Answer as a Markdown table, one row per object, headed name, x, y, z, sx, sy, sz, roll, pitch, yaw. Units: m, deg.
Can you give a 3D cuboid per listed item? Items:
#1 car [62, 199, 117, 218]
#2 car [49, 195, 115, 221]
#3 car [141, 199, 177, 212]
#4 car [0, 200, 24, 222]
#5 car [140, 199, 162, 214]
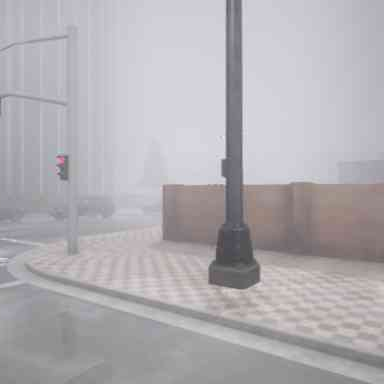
| name | x | y | z | sx | sy | sz | roll | pitch | yaw |
| --- | --- | --- | --- | --- | --- | --- | --- | --- | --- |
| car | -9.890 | 1.530 | 32.356 | 1.882 | 1.535 | 5.008 | 0 | 0 | 35 |
| car | -8.925 | 1.267 | 27.637 | 2.150 | 2.045 | 5.566 | 0 | 0 | 35 |
| car | -3.972 | 1.578 | 40.772 | 1.812 | 1.442 | 4.674 | 0 | 0 | 35 |
| car | -15.183 | 1.405 | 24.800 | 2.097 | 1.767 | 4.553 | 0 | 0 | 35 |
| car | -3.314 | 1.646 | 35.635 | 1.895 | 1.301 | 4.718 | 0 | 0 | 35 |
